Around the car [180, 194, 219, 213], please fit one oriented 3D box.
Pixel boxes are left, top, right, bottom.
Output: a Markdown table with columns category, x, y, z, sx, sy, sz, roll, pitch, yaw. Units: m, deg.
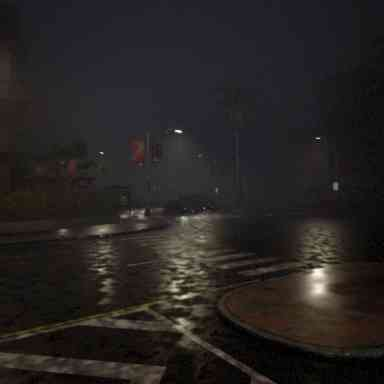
| category | x | y | z | sx | sy | sz | roll | pitch | yaw |
| --- | --- | --- | --- | --- | --- | --- | --- | --- | --- |
| car | 0.565 | 1.210 | 36.365 | 2.150 | 2.045 | 5.566 | 0 | 0 | -35 |

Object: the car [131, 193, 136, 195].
| category | x | y | z | sx | sy | sz | roll | pitch | yaw |
| --- | --- | --- | --- | --- | --- | --- | --- | --- | --- |
| car | -13.431 | 1.206 | 68.429 | 2.150 | 2.045 | 5.566 | 0 | 0 | -39 |

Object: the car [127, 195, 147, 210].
| category | x | y | z | sx | sy | sz | roll | pitch | yaw |
| --- | --- | --- | --- | --- | --- | --- | --- | --- | --- |
| car | -7.959 | 1.469 | 42.431 | 1.882 | 1.535 | 5.008 | 0 | 0 | -35 |

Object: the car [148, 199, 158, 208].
| category | x | y | z | sx | sy | sz | roll | pitch | yaw |
| --- | --- | --- | --- | --- | --- | --- | --- | --- | --- |
| car | -6.213 | 1.591 | 46.055 | 1.895 | 1.301 | 4.718 | 0 | 0 | -35 |

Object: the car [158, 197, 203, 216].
| category | x | y | z | sx | sy | sz | roll | pitch | yaw |
| --- | --- | --- | --- | --- | --- | --- | --- | --- | --- |
| car | -1.216 | 1.517 | 32.729 | 1.812 | 1.442 | 4.674 | 0 | 0 | -34 |
